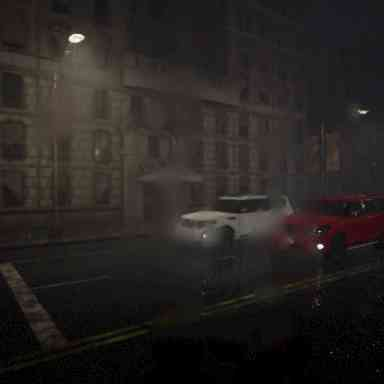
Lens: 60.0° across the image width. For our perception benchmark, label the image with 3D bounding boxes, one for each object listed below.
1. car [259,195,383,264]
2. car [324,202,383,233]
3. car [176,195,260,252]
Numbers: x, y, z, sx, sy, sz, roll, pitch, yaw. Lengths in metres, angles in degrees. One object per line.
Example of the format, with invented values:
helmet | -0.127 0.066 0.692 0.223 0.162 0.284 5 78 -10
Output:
car | 5.229 1.148 12.016 5.566 2.045 2.150 0 0 -37
car | 10.412 1.416 19.899 5.357 1.411 2.033 0 0 -34
car | 2.027 1.158 14.028 5.566 2.045 2.150 0 0 -35
